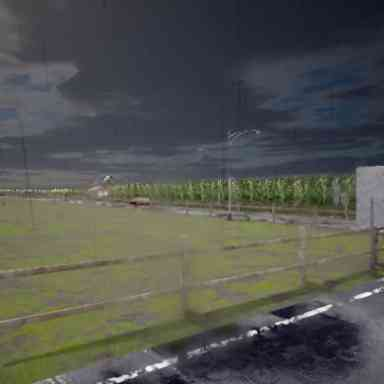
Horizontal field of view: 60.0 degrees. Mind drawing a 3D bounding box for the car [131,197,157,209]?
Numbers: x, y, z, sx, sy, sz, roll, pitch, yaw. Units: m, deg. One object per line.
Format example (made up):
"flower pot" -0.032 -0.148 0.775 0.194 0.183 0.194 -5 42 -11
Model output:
"car" -6.709 1.481 46.548 1.882 1.535 5.008 0 0 -36
